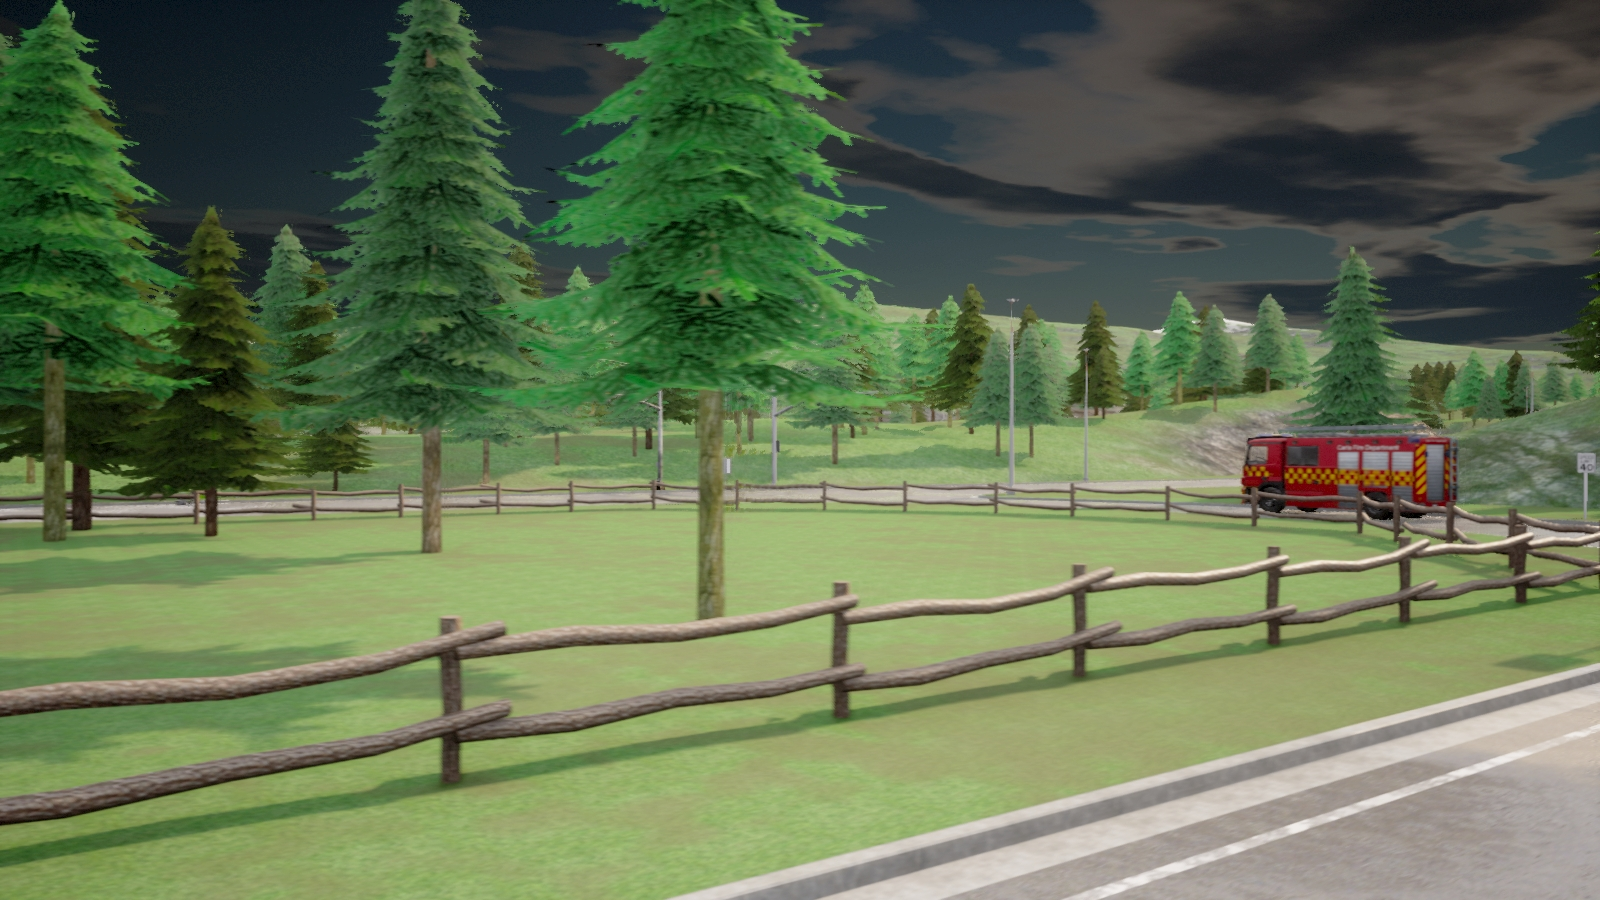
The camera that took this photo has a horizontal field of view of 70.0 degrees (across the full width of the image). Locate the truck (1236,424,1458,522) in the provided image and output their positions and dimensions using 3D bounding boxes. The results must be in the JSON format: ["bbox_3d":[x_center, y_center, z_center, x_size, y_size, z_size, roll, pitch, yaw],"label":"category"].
[{"bbox_3d":[23.247,0.915,49.172,2.891,3.827,8.468,0,0,-30],"label":"truck"}]
